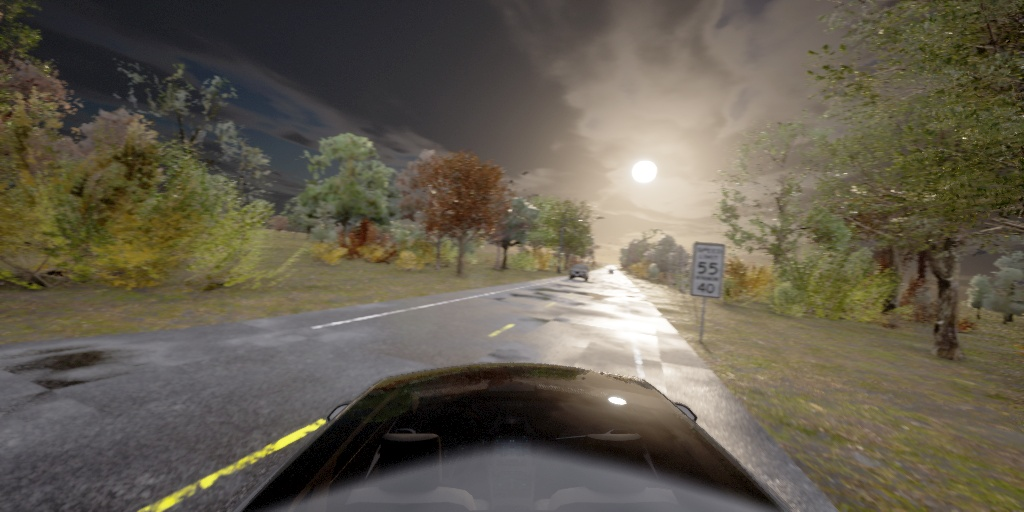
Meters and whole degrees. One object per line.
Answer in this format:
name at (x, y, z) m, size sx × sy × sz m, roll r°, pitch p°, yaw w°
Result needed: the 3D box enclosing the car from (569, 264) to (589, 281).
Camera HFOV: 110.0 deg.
car at (8.704, 2.085, 46.069) m, size 2.150 × 2.045 × 5.566 m, roll 5°, pitch 0°, yaw 16°
